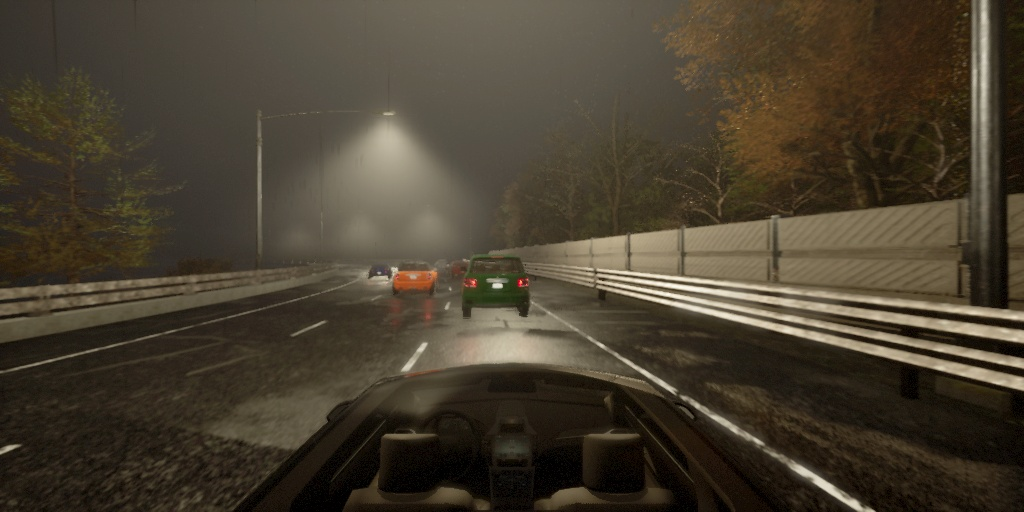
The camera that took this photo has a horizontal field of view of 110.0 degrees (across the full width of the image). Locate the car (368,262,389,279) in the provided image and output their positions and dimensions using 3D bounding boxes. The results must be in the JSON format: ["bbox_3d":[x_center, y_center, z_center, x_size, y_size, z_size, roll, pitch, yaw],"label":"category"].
[{"bbox_3d":[-11.979,1.282,32.722,1.812,1.442,4.674,0,0,-17],"label":"car"}]

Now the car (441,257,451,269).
[{"bbox_3d":[-9.751,1.255,49.906,1.812,1.442,4.674,0,0,-15],"label":"car"}]

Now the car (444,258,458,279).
[{"bbox_3d":[-4.905,1.209,33.216,1.882,1.535,5.008,0,0,-16],"label":"car"}]

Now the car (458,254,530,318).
[{"bbox_3d":[-0.699,0.961,13.169,2.150,2.045,5.566,0,0,-6],"label":"car"}]

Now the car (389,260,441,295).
[{"bbox_3d":[-5.338,1.100,20.251,2.097,1.767,4.553,0,0,-9],"label":"car"}]
